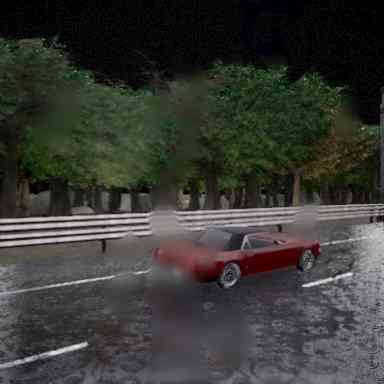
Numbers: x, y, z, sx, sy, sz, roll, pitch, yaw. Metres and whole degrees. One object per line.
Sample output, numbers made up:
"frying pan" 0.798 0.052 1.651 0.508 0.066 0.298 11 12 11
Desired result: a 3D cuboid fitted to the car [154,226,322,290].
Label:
"car" 1.462 1.594 9.085 4.718 1.301 1.895 0 1 -36
